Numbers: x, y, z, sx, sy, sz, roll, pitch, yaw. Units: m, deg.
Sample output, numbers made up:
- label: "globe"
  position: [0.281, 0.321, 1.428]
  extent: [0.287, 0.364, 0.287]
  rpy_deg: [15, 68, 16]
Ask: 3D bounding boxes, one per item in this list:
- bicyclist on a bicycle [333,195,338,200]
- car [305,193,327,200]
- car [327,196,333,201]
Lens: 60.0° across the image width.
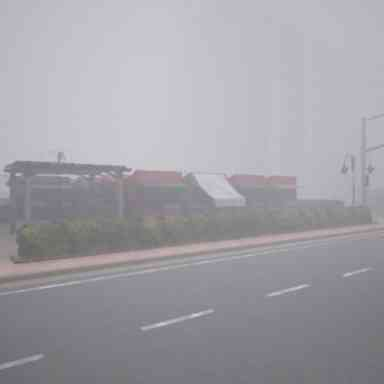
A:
- label: "bicyclist on a bicycle"
  position: [21.002, 1.220, 48.813]
  extent: [1.656, 1.620, 0.582]
  rpy_deg: [0, 0, -36]
- label: "car"
  position: [22.081, 1.084, 61.295]
  extent: [1.905, 1.878, 3.866]
  rpy_deg: [0, 0, -36]
- label: "car"
  position: [24.473, 1.082, 63.007]
  extent: [1.905, 1.878, 3.866]
  rpy_deg: [0, 0, -36]
